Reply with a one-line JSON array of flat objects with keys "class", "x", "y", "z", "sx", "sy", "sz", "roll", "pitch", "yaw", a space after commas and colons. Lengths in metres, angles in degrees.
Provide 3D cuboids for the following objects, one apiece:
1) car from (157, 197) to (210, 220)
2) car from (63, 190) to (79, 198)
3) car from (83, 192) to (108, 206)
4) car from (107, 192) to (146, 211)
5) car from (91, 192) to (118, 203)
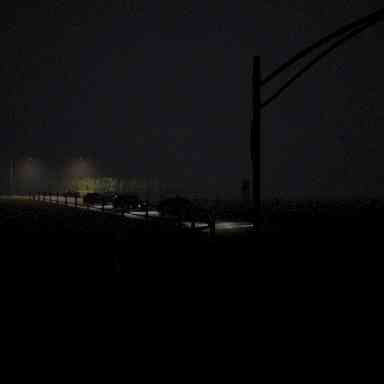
[{"class": "car", "x": -0.718, "y": 1.114, "z": 24.198, "sx": 1.882, "sy": 1.535, "sz": 5.008, "roll": 0, "pitch": 1, "yaw": -35}, {"class": "car", "x": -22.558, "y": 0.356, "z": 62.018, "sx": 1.882, "sy": 1.535, "sz": 5.008, "roll": 0, "pitch": 1, "yaw": -35}, {"class": "car", "x": -11.723, "y": 0.815, "z": 40.024, "sx": 1.812, "sy": 1.442, "sz": 4.674, "roll": 0, "pitch": 1, "yaw": -35}, {"class": "car", "x": -6.117, "y": 0.970, "z": 31.952, "sx": 1.837, "sy": 1.490, "sz": 4.892, "roll": 0, "pitch": 1, "yaw": -35}, {"class": "car", "x": -12.569, "y": 0.729, "z": 47.681, "sx": 2.033, "sy": 1.411, "sz": 5.357, "roll": 0, "pitch": 1, "yaw": -35}]
